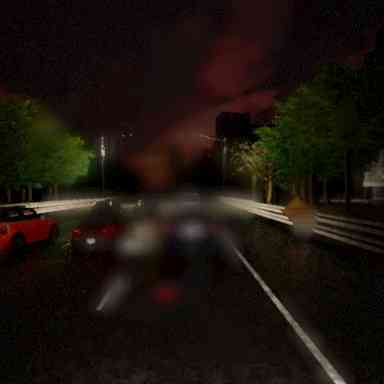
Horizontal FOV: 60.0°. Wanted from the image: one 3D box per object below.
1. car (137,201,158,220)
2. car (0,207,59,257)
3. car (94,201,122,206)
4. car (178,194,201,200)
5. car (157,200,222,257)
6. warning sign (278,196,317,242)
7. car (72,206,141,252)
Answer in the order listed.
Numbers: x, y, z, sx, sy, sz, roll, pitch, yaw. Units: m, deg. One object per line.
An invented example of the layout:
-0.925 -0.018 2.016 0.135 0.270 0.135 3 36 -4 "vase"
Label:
-3.674 1.490 28.268 2.128 1.511 4.902 0 0 0 "car"
-7.013 1.350 13.104 2.097 1.767 4.553 0 0 0 "car"
-7.174 1.505 28.284 1.837 1.490 4.892 0 0 0 "car"
-0.167 1.220 27.153 2.150 2.045 5.566 0 0 0 "car"
-0.013 1.349 13.139 2.097 1.767 4.553 0 0 0 "car"
4.496 1.112 14.307 1.300 1.860 1.060 1 1 0 "warning sign"
-3.513 1.523 13.856 1.812 1.442 4.674 0 0 0 "car"
